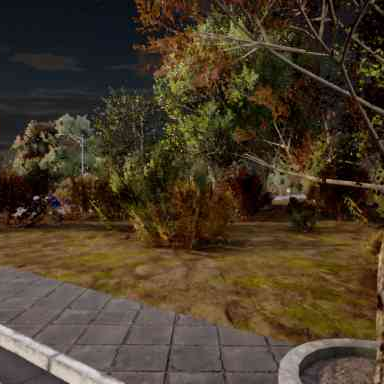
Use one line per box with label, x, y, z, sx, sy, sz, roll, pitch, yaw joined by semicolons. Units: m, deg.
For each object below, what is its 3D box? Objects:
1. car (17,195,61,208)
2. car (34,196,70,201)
car;-20.038;1.222;43.862;1.882;1.535;5.008;0;0;32
car;-17.523;1.247;41.286;1.882;1.535;5.008;0;0;32
